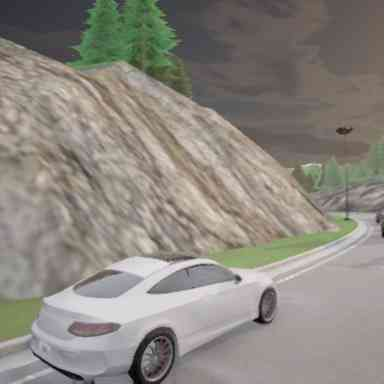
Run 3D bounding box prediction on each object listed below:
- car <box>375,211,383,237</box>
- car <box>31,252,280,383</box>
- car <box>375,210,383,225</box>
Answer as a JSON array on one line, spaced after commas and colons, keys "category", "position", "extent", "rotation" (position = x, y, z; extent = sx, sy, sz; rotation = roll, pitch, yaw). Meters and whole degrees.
[{"category": "car", "position": [14.368, 2.312, 23.314], "extent": [2.128, 1.511, 4.902], "rotation": [-2, -3, 32]}, {"category": "car", "position": [-0.236, 1.779, 5.752], "extent": [1.812, 1.442, 4.674], "rotation": [-3, -3, 42]}, {"category": "car", "position": [21.992, 2.858, 37.717], "extent": [1.812, 1.442, 4.674], "rotation": [-2, -3, 25]}]
